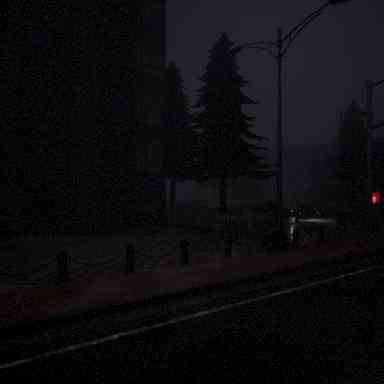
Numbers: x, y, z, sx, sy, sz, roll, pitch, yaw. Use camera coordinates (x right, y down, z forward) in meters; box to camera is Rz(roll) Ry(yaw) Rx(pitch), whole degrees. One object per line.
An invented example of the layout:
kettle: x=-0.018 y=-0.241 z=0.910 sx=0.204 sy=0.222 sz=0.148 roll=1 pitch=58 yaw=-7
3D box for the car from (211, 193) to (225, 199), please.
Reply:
car: x=7.287 y=1.092 z=94.517 sx=1.905 sy=1.878 sz=3.866 roll=0 pitch=0 yaw=-37

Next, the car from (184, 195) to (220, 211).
car: x=1.354 y=1.493 z=37.674 sx=1.882 sy=1.535 sz=5.008 roll=0 pitch=0 yaw=-37

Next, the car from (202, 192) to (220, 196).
car: x=5.199 y=1.112 z=92.455 sx=1.932 sy=1.855 sz=4.605 roll=0 pitch=0 yaw=-37

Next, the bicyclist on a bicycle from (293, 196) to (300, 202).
bicyclist on a bicycle: x=11.496 y=1.316 z=36.649 sx=1.656 sy=1.620 sz=0.582 roll=0 pitch=0 yaw=-37

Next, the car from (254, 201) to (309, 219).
car: x=7.558 y=1.541 z=29.486 sx=1.812 sy=1.442 sz=4.674 roll=0 pitch=0 yaw=-38

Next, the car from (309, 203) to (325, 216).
car: x=10.168 y=1.616 z=32.139 sx=1.895 sy=1.301 sz=4.718 roll=0 pitch=0 yaw=-37
